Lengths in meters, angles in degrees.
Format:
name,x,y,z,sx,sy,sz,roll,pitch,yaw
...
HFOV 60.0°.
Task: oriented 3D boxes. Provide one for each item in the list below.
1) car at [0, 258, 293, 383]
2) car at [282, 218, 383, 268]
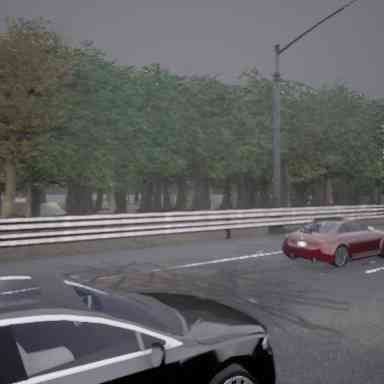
name,x,y,z,sx,sy,sz,roll,pitch,yaw
car,-1.376,1.489,2.722,4.902,1.511,2.128,0,0,-35
car,5.066,1.582,11.412,4.181,1.385,1.994,0,0,-34
